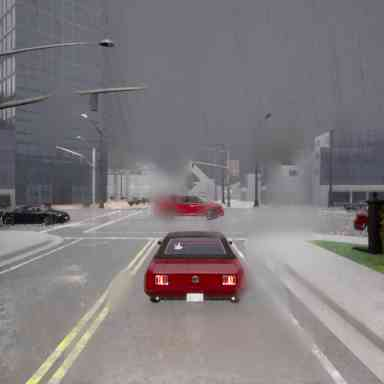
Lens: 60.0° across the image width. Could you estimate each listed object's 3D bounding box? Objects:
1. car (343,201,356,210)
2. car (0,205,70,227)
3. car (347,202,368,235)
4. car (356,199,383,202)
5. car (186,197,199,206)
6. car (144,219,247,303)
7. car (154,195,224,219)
[{"bbox_3d":[19.380,1.520,37.573,4.181,1.385,1.994,0,0,-1],"label":"car"},{"bbox_3d":[-10.735,1.619,23.101,4.181,1.385,1.994,0,0,0],"label":"car"},{"bbox_3d":[10.647,1.472,16.270,5.008,1.535,1.882,0,0,42],"label":"car"},{"bbox_3d":[19.883,1.479,34.078,4.674,1.442,1.812,0,0,0],"label":"car"},{"bbox_3d":[0.094,1.547,55.097,2.033,1.411,5.357,0,0,0],"label":"car"},{"bbox_3d":[0.072,1.601,8.177,1.895,1.301,4.718,0,0,0],"label":"car"},{"bbox_3d":[-0.225,1.231,26.715,5.566,2.045,2.150,0,0,0],"label":"car"}]
